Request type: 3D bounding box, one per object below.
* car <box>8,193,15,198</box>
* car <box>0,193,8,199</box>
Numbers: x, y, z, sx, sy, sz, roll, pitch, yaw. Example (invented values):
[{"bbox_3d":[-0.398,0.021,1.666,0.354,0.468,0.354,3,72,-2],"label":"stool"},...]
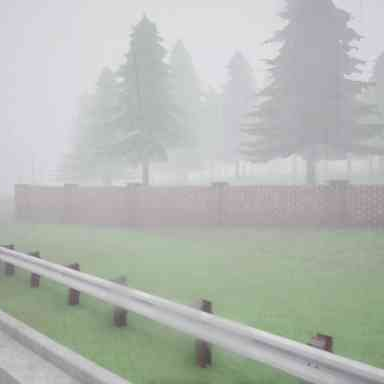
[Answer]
[{"bbox_3d":[-43.517,1.188,82.551,1.994,1.385,4.181,0,0,-18],"label":"car"},{"bbox_3d":[-46.726,1.151,81.103,2.128,1.511,4.902,0,0,-18],"label":"car"}]
